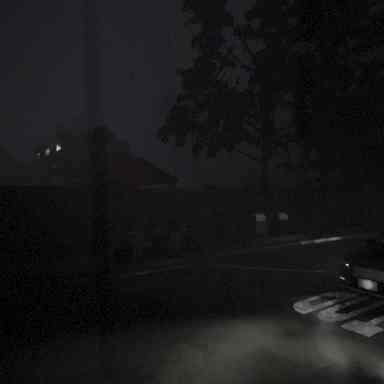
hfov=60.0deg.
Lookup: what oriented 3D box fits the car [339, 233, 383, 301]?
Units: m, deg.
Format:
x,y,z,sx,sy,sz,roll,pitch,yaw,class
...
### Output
x,y,z,sx,sy,sz,roll,pitch,yaw,class
5.391,1.492,7.646,4.902,1.511,2.128,0,0,-33,car
